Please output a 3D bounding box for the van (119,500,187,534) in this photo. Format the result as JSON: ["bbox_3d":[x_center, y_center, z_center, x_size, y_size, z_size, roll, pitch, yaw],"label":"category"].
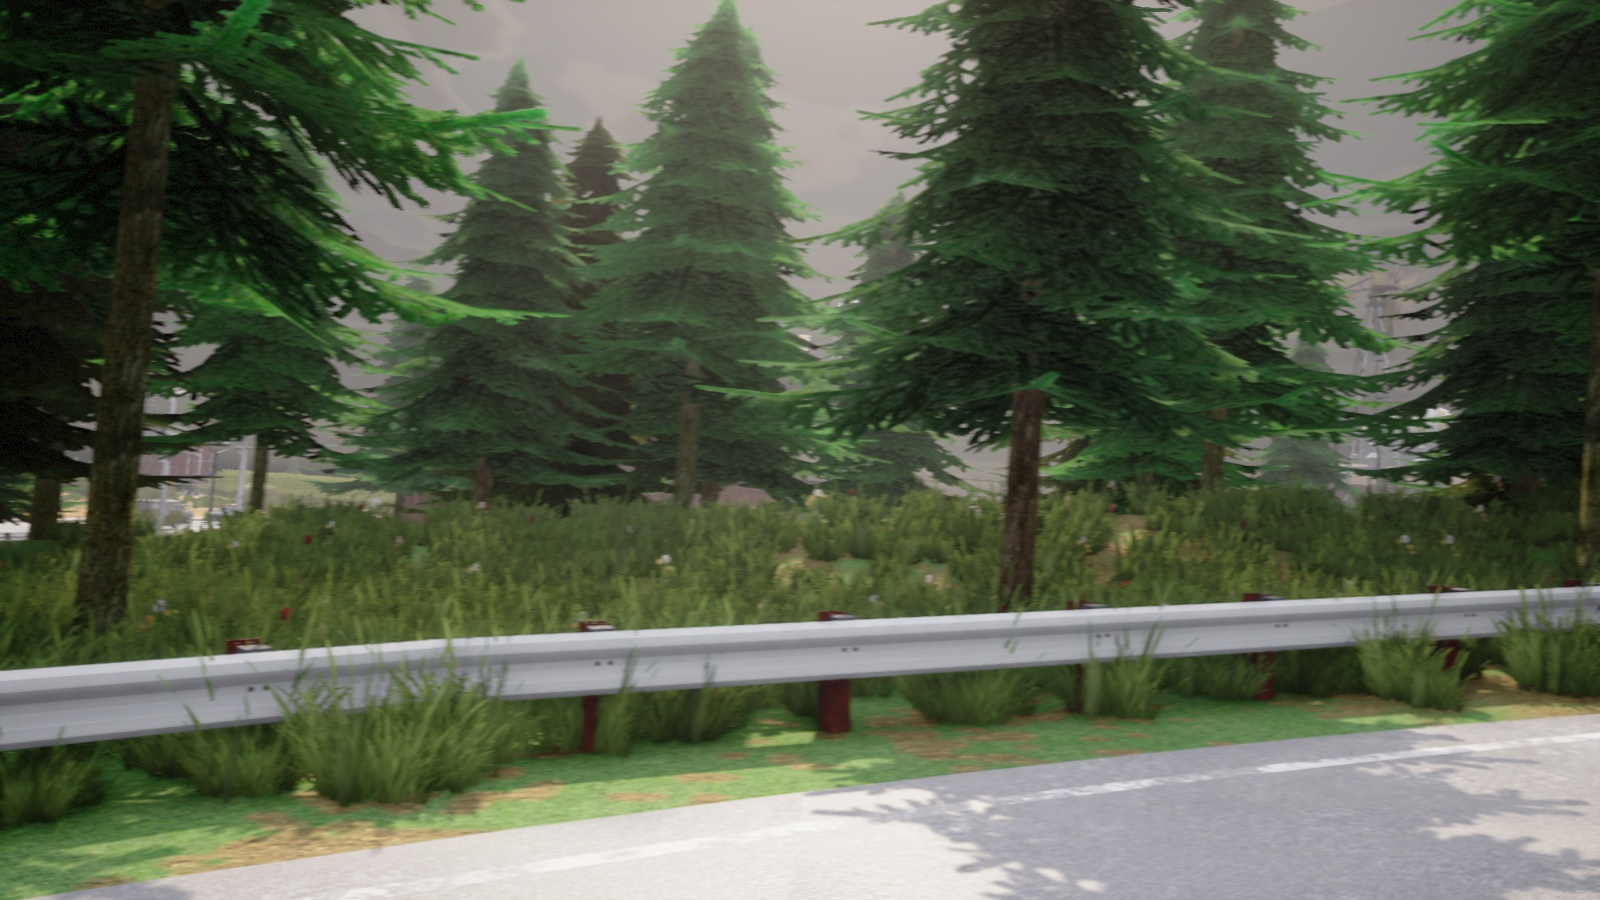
[{"bbox_3d":[-40.875,4.241,79.429,1.775,1.987,4.442,4,-3,2],"label":"van"}]

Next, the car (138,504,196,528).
[{"bbox_3d":[-44.165,4.610,87.690,1.970,1.475,3.806,4,-3,2],"label":"car"}]
